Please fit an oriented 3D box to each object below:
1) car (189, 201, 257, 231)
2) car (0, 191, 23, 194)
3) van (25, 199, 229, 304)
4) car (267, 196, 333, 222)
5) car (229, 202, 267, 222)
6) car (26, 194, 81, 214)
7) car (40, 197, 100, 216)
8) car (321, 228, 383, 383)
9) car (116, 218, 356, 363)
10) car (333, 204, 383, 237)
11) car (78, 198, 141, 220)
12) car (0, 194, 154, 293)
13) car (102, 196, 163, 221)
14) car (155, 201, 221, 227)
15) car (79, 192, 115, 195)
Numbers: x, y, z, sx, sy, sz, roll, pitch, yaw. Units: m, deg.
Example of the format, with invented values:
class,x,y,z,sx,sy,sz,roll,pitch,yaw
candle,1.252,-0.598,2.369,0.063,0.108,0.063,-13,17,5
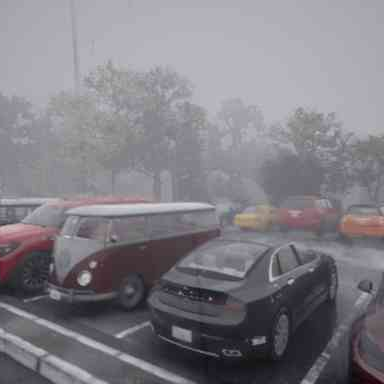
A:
class,x,y,z,sx,sy,sz,roll,pitch,yaw
car,2.155,1.439,21.637,2.097,1.535,5.008,1,0,36
car,-20.462,1.056,37.885,2.185,1.767,4.553,1,0,36
van,-1.137,1.260,7.739,1.878,1.987,4.442,1,0,36
car,6.588,1.234,18.472,2.435,2.045,5.566,1,0,36
car,4.418,1.459,20.229,1.946,1.575,5.366,1,0,36
car,-13.685,1.138,33.002,2.185,1.767,4.553,1,0,36
car,-11.404,1.290,31.404,2.097,1.535,5.008,1,0,36
car,3.529,1.563,4.484,2.163,1.488,4.792,1,0,36
car,1.284,1.511,6.129,2.231,1.521,4.892,1,0,36
car,8.912,1.384,16.724,2.185,1.767,4.553,1,0,36
car,-6.884,1.343,28.150,2.231,1.521,4.892,1,0,36
car,-3.243,1.212,9.364,2.435,2.045,5.566,1,0,36
car,-4.608,1.241,26.541,2.185,1.767,4.553,1,0,36
car,-0.127,1.445,23.237,2.163,1.488,4.792,1,0,36
car,-9.160,1.065,29.748,2.435,2.045,5.566,1,0,36
